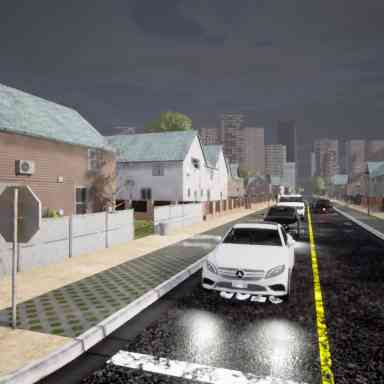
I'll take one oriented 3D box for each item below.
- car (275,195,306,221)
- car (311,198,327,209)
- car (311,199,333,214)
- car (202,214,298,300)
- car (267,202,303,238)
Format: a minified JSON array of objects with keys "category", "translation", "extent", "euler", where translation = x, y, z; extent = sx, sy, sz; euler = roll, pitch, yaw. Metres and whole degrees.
[{"category":"car","translation":[8.375,1.239,28.122],"extent":[2.150,2.045,5.566],"euler":[0,0,19]},{"category":"car","translation":[17.589,1.590,46.181],"extent":[1.994,1.385,4.181],"euler":[0,0,19]},{"category":"car","translation":[14.352,1.525,36.545],"extent":[1.837,1.490,4.892],"euler":[0,0,18]},{"category":"car","translation":[1.684,1.534,8.693],"extent":[1.812,1.442,4.674],"euler":[0,0,19]},{"category":"car","translation":[4.915,1.517,18.082],"extent":[1.837,1.490,4.892],"euler":[0,0,19]}]
